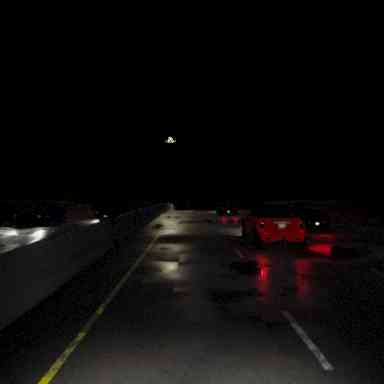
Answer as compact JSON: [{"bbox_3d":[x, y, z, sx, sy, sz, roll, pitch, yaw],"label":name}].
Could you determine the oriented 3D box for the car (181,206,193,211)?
[{"bbox_3d":[-1.235,3.821,69.163,1.837,1.490,4.892,0,-6,0],"label":"car"}]

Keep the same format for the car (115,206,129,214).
[{"bbox_3d":[-14.013,3.596,66.585,1.994,1.385,4.181,0,-6,0],"label":"car"}]

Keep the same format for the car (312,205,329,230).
[{"bbox_3d":[7.097,1.537,21.247,1.837,1.490,4.892,0,0,0],"label":"car"}]

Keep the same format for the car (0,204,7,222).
[{"bbox_3d":[-14.102,1.560,23.527,1.812,1.442,4.674,0,0,0],"label":"car"}]

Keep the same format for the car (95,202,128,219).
[{"bbox_3d":[-7.104,1.592,29.757,2.033,1.411,5.357,0,0,0],"label":"car"}]

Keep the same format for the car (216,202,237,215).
[{"bbox_3d":[3.595,1.658,35.061,1.895,1.301,4.718,0,0,0],"label":"car"}]

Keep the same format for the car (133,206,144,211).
[{"bbox_3d":[-10.515,3.519,66.596,1.882,1.535,5.008,0,-6,0],"label":"car"}]

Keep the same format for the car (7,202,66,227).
[{"bbox_3d":[-10.603,1.512,23.539,1.882,1.535,5.008,0,0,0],"label":"car"}]

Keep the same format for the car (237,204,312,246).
[{"bbox_3d":[3.598,1.375,15.410,2.097,1.767,4.553,0,0,0],"label":"car"}]
